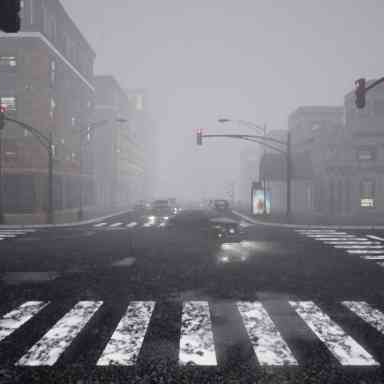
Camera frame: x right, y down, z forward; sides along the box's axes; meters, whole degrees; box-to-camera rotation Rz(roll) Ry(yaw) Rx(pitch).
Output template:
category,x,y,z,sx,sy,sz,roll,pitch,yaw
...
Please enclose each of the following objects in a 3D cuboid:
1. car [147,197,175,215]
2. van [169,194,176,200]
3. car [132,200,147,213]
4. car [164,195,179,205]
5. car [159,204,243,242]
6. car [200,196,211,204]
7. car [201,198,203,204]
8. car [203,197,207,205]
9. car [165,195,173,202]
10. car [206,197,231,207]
category,x,y,z,sx,sy,sz,roll,pitch,yaw
car,-3.077,1.512,33.816,1.837,1.490,4.892,0,0,0
van,-5.634,1.430,94.472,1.690,1.788,3.998,-1,0,0
car,-5.671,1.561,37.506,2.008,1.369,4.403,0,0,0
car,-3.057,1.528,49.695,1.837,1.490,4.892,0,-1,0
car,0.495,1.549,16.476,1.994,1.385,4.181,-1,1,-40
car,2.729,1.591,65.996,2.008,1.369,4.403,-1,0,0
car,2.717,1.571,48.906,2.008,1.369,4.403,0,0,0
car,2.714,1.597,43.209,1.802,1.307,4.206,0,0,0
car,-5.640,1.592,82.908,1.752,1.417,4.829,-1,0,0
car,2.705,1.446,31.815,1.967,1.590,4.097,0,0,0
